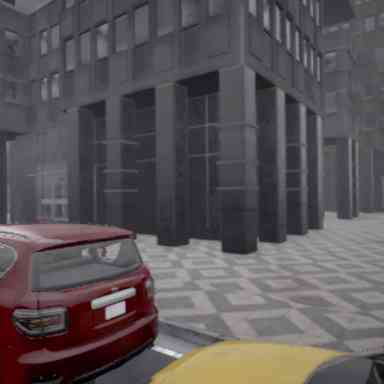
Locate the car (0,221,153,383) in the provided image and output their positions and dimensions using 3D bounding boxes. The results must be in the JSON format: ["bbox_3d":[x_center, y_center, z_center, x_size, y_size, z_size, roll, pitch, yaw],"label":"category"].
[{"bbox_3d":[-2.761,1.366,4.937,5.009,1.841,2.192,-1,-1,35],"label":"car"}]

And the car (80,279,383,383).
[{"bbox_3d":[1.663,1.521,1.782,4.829,1.417,1.752,-1,-1,35],"label":"car"}]
